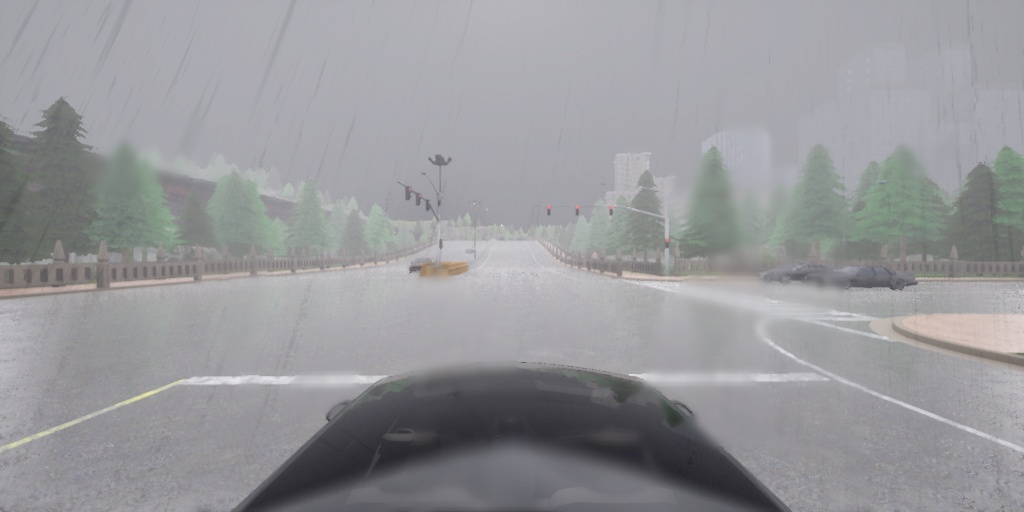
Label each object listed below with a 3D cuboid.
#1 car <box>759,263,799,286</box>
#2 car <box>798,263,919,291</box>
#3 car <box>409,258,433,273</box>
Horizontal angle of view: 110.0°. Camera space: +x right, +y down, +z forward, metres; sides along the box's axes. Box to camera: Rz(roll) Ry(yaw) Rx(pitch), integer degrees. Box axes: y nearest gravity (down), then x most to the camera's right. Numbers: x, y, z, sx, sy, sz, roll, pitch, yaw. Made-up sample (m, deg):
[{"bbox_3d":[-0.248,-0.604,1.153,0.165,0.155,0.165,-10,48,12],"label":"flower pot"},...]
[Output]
[{"bbox_3d":[19.787,1.222,24.666,4.902,1.511,2.128,0,0,1],"label":"car"},{"bbox_3d":[20.545,1.281,21.184,5.357,1.411,2.033,0,0,0],"label":"car"},{"bbox_3d":[-10.459,1.019,41.677,2.097,1.767,4.553,0,0,0],"label":"car"}]
